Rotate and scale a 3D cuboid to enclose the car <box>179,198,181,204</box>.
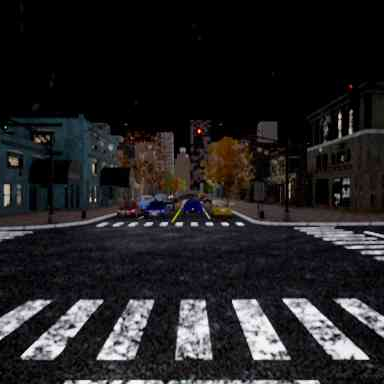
[{"bbox_3d":[-3.025,1.594,61.836,1.994,1.385,4.181,0,0,1],"label":"car"}]

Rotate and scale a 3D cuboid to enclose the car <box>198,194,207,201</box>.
[{"bbox_3d":[2.703,1.355,85.986,2.192,1.841,5.009,-1,0,0],"label":"car"}]

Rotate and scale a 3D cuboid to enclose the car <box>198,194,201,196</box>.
[{"bbox_3d":[2.703,1.601,74.893,1.947,1.339,4.313,-1,0,0],"label":"car"}]

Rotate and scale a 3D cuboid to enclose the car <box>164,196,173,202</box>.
[{"bbox_3d":[-5.677,1.604,80.441,1.947,1.339,4.313,0,0,0],"label":"car"}]

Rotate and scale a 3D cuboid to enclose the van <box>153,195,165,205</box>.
[{"bbox_3d":[-5.683,1.369,58.256,1.690,1.788,3.998,0,0,0],"label":"van"}]

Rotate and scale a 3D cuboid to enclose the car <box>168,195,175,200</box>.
[{"bbox_3d":[-5.674,1.624,91.534,1.802,1.307,4.206,0,0,0],"label":"car"}]

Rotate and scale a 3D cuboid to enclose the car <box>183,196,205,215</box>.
[{"bbox_3d":[0.107,1.495,34.723,1.882,1.535,5.008,0,0,0],"label":"car"}]

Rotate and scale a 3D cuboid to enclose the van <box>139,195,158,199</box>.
[{"bbox_3d":[-5.686,1.362,41.617,1.690,1.788,3.998,0,0,0],"label":"van"}]

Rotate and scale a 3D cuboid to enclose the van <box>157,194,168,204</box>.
[{"bbox_3d":[-5.681,1.372,63.802,1.690,1.788,3.998,0,0,0],"label":"van"}]

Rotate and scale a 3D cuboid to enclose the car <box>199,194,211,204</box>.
[{"bbox_3d":[2.700,1.579,58.254,2.008,1.369,4.403,-1,0,0],"label":"car"}]

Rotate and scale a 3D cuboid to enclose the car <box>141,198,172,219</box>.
[{"bbox_3d":[-3.111,1.541,29.779,1.812,1.442,4.674,0,0,0],"label":"car"}]

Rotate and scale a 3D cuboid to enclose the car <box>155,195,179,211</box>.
[{"bbox_3d":[-3.092,1.511,40.821,2.128,1.511,4.902,0,0,0],"label":"car"}]

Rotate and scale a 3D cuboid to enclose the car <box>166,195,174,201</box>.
[{"bbox_3d":[-5.675,1.585,85.988,1.887,1.381,4.507,0,0,0],"label":"car"}]

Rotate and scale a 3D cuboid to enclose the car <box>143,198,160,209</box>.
[{"bbox_3d":[-5.683,1.568,47.164,1.887,1.381,4.507,0,0,0],"label":"car"}]

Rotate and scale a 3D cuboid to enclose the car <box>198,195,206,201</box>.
[{"bbox_3d":[2.707,1.587,91.532,1.887,1.381,4.507,-1,0,0],"label":"car"}]

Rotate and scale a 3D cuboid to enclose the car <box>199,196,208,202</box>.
[{"bbox_3d":[2.705,1.583,80.440,1.887,1.381,4.507,-1,0,0],"label":"car"}]

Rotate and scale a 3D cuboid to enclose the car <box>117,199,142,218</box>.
[{"bbox_3d":[-5.686,1.597,30.524,1.802,1.307,4.206,0,0,0],"label":"car"}]

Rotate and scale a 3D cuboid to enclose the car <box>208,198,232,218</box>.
[{"bbox_3d":[2.694,1.541,30.693,1.752,1.417,4.829,-1,0,0],"label":"car"}]
